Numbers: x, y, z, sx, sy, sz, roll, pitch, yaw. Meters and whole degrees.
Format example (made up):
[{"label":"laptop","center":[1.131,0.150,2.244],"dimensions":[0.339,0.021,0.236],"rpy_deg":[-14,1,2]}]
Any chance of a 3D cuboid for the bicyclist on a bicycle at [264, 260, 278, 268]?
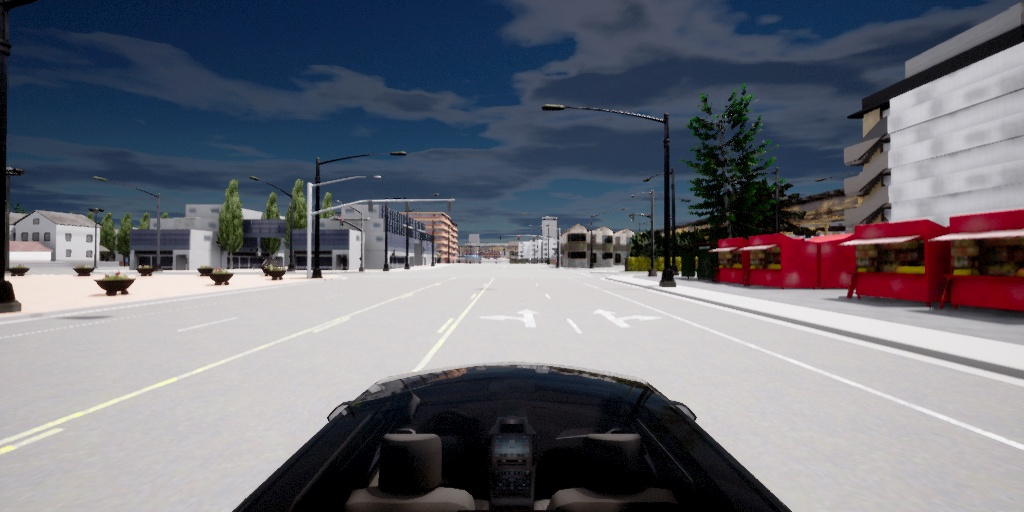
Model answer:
[{"label":"bicyclist on a bicycle","center":[-30.647,1.309,46.090],"dimensions":[0.582,1.620,1.656],"rpy_deg":[3,-2,10]}]
